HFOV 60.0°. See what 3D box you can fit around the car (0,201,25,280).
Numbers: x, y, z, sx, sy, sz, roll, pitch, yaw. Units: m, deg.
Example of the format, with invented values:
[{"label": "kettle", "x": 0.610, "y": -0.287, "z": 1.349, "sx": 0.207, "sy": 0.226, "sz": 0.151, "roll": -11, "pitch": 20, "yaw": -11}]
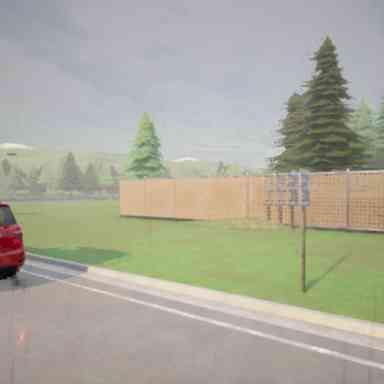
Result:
[{"label": "car", "x": -6.610, "y": 1.215, "z": 8.710, "sx": 5.566, "sy": 2.045, "sz": 2.150, "roll": 0, "pitch": 0, "yaw": 36}]
